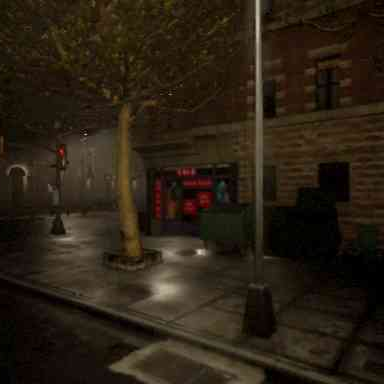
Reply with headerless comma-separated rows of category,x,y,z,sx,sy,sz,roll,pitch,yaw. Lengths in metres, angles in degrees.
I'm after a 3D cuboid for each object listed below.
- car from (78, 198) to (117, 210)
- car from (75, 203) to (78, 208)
car,-12.194,1.607,44.506,1.882,1.535,5.008,0,0,37
car,-14.156,1.734,47.145,1.895,1.301,4.718,0,0,37
